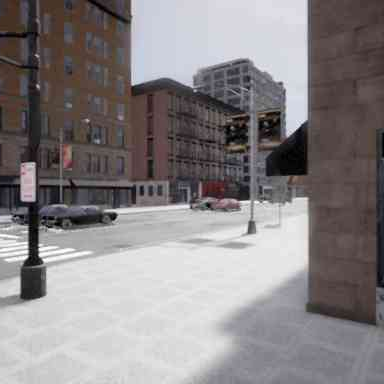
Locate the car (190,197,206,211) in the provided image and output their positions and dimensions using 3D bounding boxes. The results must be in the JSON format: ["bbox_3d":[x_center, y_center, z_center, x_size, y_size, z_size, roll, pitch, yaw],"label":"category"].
[{"bbox_3d":[1.629,1.363,38.776,2.128,1.511,4.902,0,0,35],"label":"car"}]

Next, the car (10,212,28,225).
[{"bbox_3d":[-9.678,1.555,22.722,1.895,1.301,4.718,0,0,35],"label":"car"}]

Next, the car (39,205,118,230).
[{"bbox_3d":[-7.025,1.549,20.846,1.895,1.301,4.718,0,0,35],"label":"car"}]

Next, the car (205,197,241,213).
[{"bbox_3d":[3.752,1.395,36.148,1.812,1.442,4.674,0,0,35],"label":"car"}]

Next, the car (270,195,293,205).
[{"bbox_3d":[13.503,1.143,49.836,2.033,1.411,5.357,0,0,35],"label":"car"}]
